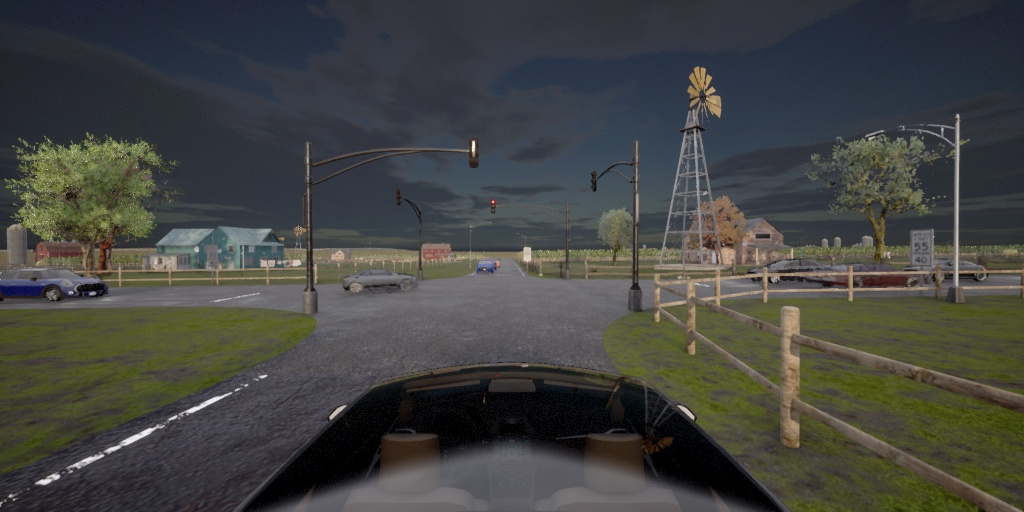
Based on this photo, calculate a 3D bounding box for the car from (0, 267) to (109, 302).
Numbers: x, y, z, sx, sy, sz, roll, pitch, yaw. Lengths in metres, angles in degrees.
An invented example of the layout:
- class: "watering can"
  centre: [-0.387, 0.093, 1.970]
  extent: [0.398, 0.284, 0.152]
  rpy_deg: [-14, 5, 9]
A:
- class: "car"
  centre: [-24.589, 1.442, 19.081]
  extent: [4.553, 1.767, 2.097]
  rpy_deg: [-1, 1, 0]

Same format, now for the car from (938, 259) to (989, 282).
- class: "car"
  centre: [27.542, 0.882, 23.028]
  extent: [4.181, 1.385, 1.994]
  rpy_deg: [-1, 1, 0]

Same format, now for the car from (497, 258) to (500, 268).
- class: "car"
  centre: [-3.123, 1.286, 51.886]
  extent: [2.033, 1.411, 5.357]
  rpy_deg: [0, 0, -1]

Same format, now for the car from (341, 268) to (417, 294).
- class: "car"
  centre: [-7.791, 1.387, 21.226]
  extent: [4.181, 1.385, 1.994]
  rpy_deg: [-1, 1, -27]

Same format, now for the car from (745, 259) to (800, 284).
- class: "car"
  centre: [17.684, 0.954, 22.984]
  extent: [4.892, 1.490, 1.837]
  rpy_deg: [-1, 1, 0]

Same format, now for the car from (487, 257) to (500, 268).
- class: "car"
  centre: [-3.170, 1.090, 61.919]
  extent: [2.097, 1.767, 4.553]
  rpy_deg: [0, 0, 0]

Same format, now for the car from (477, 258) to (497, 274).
- class: "car"
  centre: [-3.051, 1.217, 41.982]
  extent: [1.882, 1.535, 5.008]
  rpy_deg: [0, 0, -1]

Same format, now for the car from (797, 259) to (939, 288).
- class: "car"
  centre: [18.984, 1.049, 19.291]
  extent: [5.357, 1.411, 2.033]
  rpy_deg: [-1, 1, 0]
